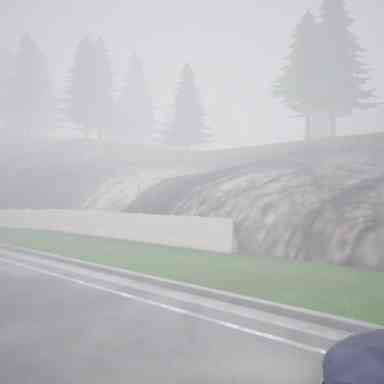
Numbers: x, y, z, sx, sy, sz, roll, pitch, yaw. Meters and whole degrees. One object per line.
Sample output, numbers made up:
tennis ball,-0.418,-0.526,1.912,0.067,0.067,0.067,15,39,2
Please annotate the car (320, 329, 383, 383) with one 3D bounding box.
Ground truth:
car,3.174,1.519,1.823,4.674,1.442,1.812,-1,0,33
